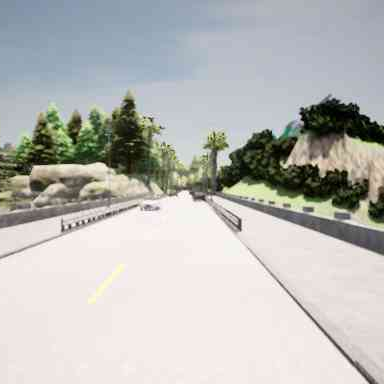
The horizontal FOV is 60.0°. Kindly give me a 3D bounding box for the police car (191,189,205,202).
[{"bbox_3d":[1.174,0.729,54.815,1.930,1.638,5.238,0,1,0],"label":"police car"}]

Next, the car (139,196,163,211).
[{"bbox_3d":[-4.080,1.099,33.461,1.812,1.442,4.674,0,1,0],"label":"car"}]

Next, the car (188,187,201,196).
[{"bbox_3d":[0.839,0.133,64.722,2.150,2.045,5.566,-25,1,0],"label":"car"}]

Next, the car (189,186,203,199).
[{"bbox_3d":[0.832,0.057,70.723,2.150,2.045,5.566,-25,1,1],"label":"car"}]

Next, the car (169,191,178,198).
[{"bbox_3d":[-3.979,0.491,73.685,1.837,1.490,4.892,0,1,0],"label":"car"}]

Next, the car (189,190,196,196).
[{"bbox_3d":[0.026,0.237,88.318,1.837,1.490,4.892,0,1,0],"label":"car"}]
